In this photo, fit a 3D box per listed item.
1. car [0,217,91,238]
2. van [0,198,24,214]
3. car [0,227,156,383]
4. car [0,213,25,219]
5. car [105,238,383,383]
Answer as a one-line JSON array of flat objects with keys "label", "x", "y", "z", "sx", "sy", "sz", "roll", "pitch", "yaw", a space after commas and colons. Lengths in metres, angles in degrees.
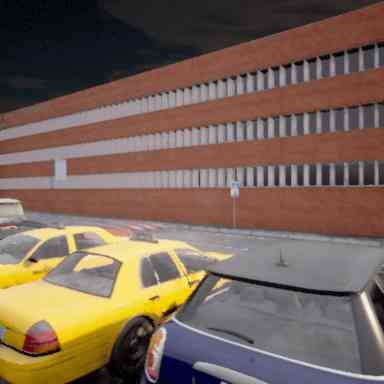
[{"label": "car", "x": -3.150, "y": 1.442, "z": 7.010, "sx": 1.946, "sy": 1.575, "sz": 5.366, "roll": 0, "pitch": 0, "yaw": 35}, {"label": "van", "x": -7.711, "y": 1.190, "z": 10.346, "sx": 1.878, "sy": 1.987, "sz": 4.442, "roll": 0, "pitch": 0, "yaw": 35}, {"label": "car", "x": -0.634, "y": 1.457, "z": 5.672, "sx": 1.946, "sy": 1.575, "sz": 5.366, "roll": 0, "pitch": 0, "yaw": 35}, {"label": "car", "x": -5.342, "y": 1.471, "z": 8.804, "sx": 2.002, "sy": 1.452, "sz": 4.674, "roll": 0, "pitch": 0, "yaw": 35}, {"label": "car", "x": 1.542, "y": 1.350, "z": 3.855, "sx": 2.185, "sy": 1.767, "sz": 4.553, "roll": 0, "pitch": 0, "yaw": 35}]
